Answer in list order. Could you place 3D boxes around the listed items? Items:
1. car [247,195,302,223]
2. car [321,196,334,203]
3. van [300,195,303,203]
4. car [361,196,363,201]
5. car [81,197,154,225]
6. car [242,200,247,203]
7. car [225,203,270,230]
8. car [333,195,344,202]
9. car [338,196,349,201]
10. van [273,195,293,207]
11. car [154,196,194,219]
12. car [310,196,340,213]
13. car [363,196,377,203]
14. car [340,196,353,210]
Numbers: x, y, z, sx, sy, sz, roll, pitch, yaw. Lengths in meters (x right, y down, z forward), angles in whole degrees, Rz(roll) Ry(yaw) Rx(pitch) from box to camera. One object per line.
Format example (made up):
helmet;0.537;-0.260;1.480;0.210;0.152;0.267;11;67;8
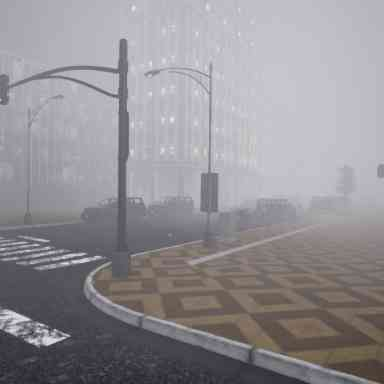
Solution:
car;6.797;1.409;26.927;2.192;1.841;5.009;1;0;35
car;29.997;1.616;73.468;1.802;1.307;4.206;1;1;35
van;17.159;1.351;55.370;1.690;1.788;3.998;1;0;35
car;44.103;1.655;84.161;2.128;1.511;4.902;1;1;35
car;-5.418;1.275;23.775;2.192;1.841;5.009;1;0;35
car;7.770;1.430;42.252;1.967;1.590;4.097;1;0;35
car;3.300;1.668;22.004;1.802;1.307;4.206;1;0;35
car;36.320;1.570;82.378;1.752;1.417;4.829;1;1;35
car;39.613;1.623;87.019;1.947;1.339;4.313;1;1;35
van;13.949;1.345;50.846;1.690;1.788;3.998;1;0;35
car;-1.754;1.283;28.939;2.192;1.841;5.009;1;0;35
car;15.386;1.427;39.164;2.192;1.841;5.009;1;0;35
car;39.635;1.598;73.432;1.967;1.590;4.097;1;1;35
car;20.375;1.437;46.286;2.192;1.841;5.009;1;0;35
